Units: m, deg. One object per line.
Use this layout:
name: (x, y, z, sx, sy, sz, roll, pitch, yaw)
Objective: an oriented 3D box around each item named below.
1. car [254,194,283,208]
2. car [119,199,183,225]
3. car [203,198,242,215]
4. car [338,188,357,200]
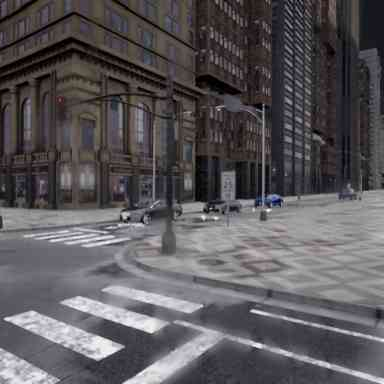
car: (8.770, 0.955, 37.745, 1.882, 1.535, 5.008, 0, 1, 36)
car: (-2.591, 1.230, 21.869, 2.128, 1.511, 4.902, 0, 1, 36)
car: (2.741, 1.180, 29.320, 1.994, 1.385, 4.181, 0, 1, 36)
car: (27.062, 0.357, 57.830, 2.150, 2.045, 5.566, 0, 1, 36)
